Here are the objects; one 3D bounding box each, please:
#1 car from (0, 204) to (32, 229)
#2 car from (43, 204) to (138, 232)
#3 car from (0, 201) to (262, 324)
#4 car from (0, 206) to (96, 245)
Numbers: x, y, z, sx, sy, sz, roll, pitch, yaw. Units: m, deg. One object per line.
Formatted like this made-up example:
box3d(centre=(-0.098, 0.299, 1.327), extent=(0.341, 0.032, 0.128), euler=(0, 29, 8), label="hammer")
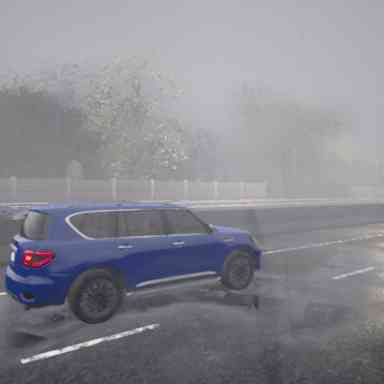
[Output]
box3d(centre=(-12.667, 1.526, 20.725), extent=(4.674, 1.442, 1.812), euler=(0, 0, -36), label="car")
box3d(centre=(-6.271, 1.547, 20.962), extent=(5.357, 1.411, 2.033), euler=(0, 0, -35), label="car")
box3d(centre=(-0.943, 1.221, 7.376), extent=(5.566, 2.045, 2.150), euler=(0, 0, -35), label="car")
box3d(centre=(-7.327, 1.505, 15.935), extent=(4.892, 1.490, 1.837), euler=(0, 0, -35), label="car")
